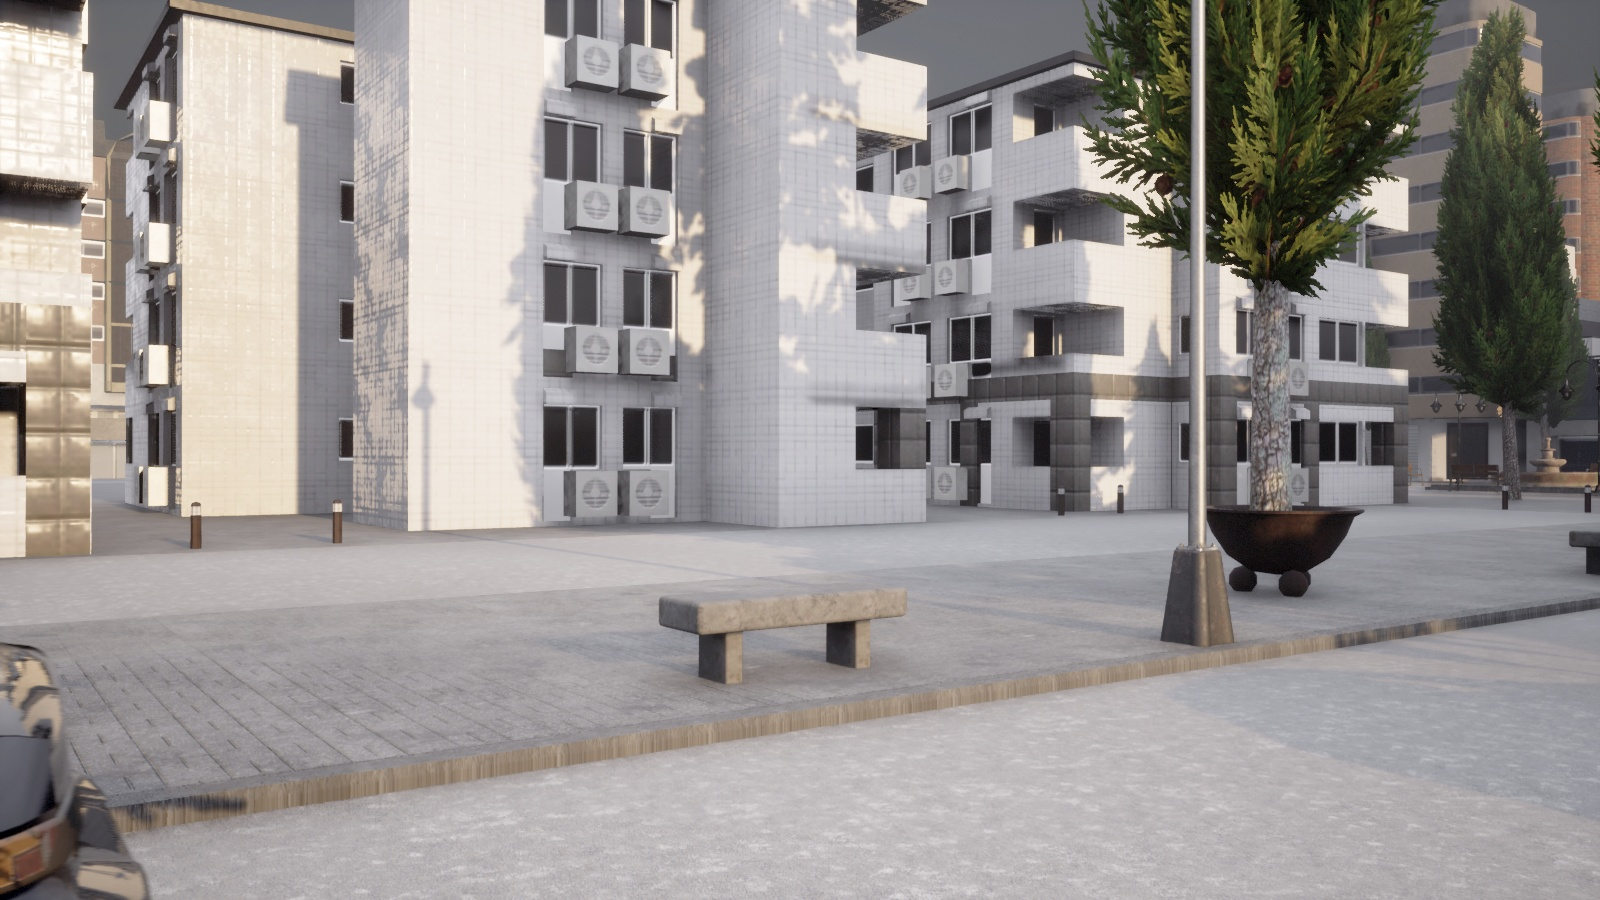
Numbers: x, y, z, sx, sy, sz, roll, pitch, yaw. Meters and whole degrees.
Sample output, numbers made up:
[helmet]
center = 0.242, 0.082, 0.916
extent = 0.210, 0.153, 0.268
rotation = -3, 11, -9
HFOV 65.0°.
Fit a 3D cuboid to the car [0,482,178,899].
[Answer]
[car]
center = -3.895, 0.804, 1.555
extent = 5.357, 1.411, 2.033
rotation = 0, 0, -35
